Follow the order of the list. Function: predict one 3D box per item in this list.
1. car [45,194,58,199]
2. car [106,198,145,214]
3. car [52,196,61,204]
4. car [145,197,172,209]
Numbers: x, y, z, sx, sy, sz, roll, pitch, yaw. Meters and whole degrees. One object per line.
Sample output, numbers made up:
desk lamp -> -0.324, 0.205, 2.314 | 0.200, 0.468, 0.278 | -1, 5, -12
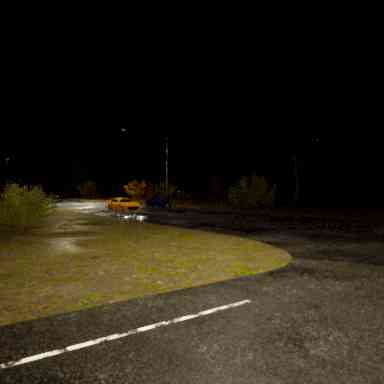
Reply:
car -> -34.990, 1.127, 82.632 | 1.895, 1.301, 4.718 | 0, 0, -37
car -> -7.153, 1.343, 34.256 | 1.882, 1.535, 5.008 | 0, 0, -37
car -> -23.489, 1.257, 56.002 | 1.812, 1.442, 4.674 | 0, 1, -36
car -> -4.358, 1.354, 42.161 | 1.812, 1.442, 4.674 | 0, 0, -37
